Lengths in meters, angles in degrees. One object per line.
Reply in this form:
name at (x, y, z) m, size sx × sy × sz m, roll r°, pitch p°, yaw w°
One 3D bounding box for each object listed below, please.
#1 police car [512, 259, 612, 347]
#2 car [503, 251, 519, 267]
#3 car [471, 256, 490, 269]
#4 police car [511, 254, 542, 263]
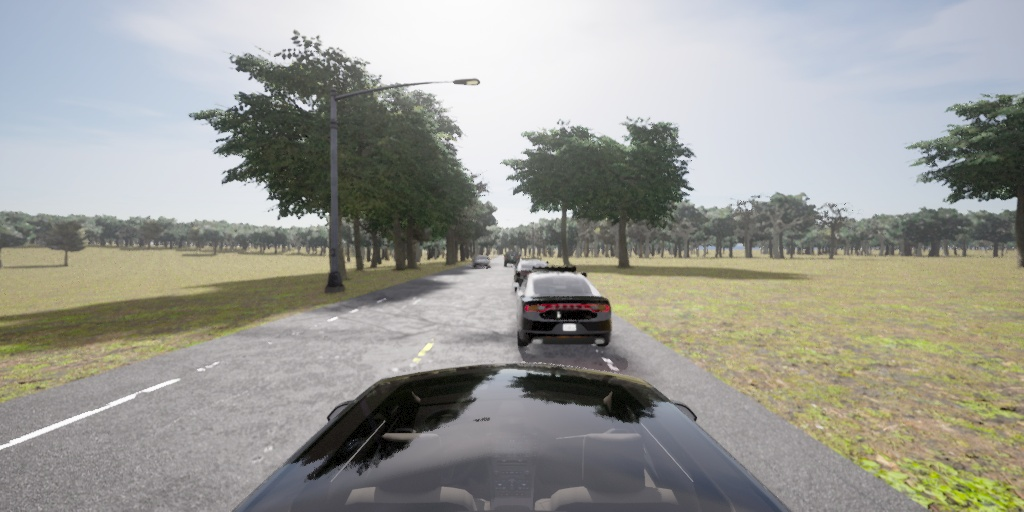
police car at (1.048, 1.056, 9.118) m, size 1.930 × 1.638 × 5.238 m, roll 0°, pitch 1°, yaw 0°
car at (0.017, 0.363, 48.475) m, size 2.150 × 2.045 × 5.566 m, roll 0°, pitch 0°, yaw 0°
car at (-3.601, 0.698, 42.091) m, size 1.837 × 1.490 × 4.892 m, roll 0°, pitch 0°, yaw 0°
police car at (1.044, 0.896, 19.118) m, size 1.930 × 1.638 × 5.238 m, roll 0°, pitch 1°, yaw 0°
